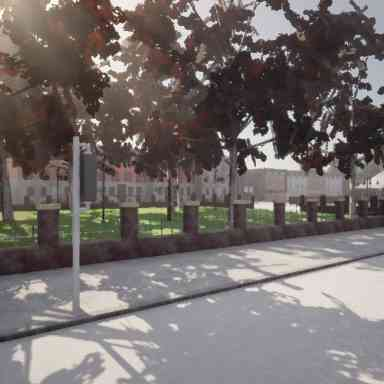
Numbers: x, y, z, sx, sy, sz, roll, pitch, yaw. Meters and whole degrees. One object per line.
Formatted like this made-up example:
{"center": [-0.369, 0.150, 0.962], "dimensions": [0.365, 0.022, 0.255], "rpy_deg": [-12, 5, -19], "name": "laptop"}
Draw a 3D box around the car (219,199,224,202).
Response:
{"center": [6.591, 1.559, 55.064], "dimensions": [2.033, 1.411, 5.357], "rpy_deg": [0, 0, -35], "name": "car"}
